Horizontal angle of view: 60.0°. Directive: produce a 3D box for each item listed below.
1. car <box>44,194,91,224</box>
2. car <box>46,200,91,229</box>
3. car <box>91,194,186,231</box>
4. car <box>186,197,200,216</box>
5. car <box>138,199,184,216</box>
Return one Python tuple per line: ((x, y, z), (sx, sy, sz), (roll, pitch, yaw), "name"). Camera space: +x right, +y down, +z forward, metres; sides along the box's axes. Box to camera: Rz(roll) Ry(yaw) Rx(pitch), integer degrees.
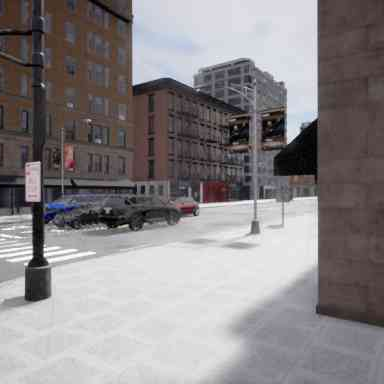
((-8.507, 1.166, 24.091), (2.150, 2.045, 5.566), (0, 0, 35), "car")
((-6.507, 1.468, 21.285), (1.812, 1.442, 4.674), (0, 0, 37), "car")
((-3.029, 1.152, 20.231), (2.150, 2.045, 5.566), (0, 0, 35), "car")
((-1.290, 1.256, 28.678), (2.097, 1.767, 4.553), (0, 0, 35), "car")
((-2.899, 1.429, 32.041), (1.812, 1.442, 4.674), (0, 0, 35), "car")
